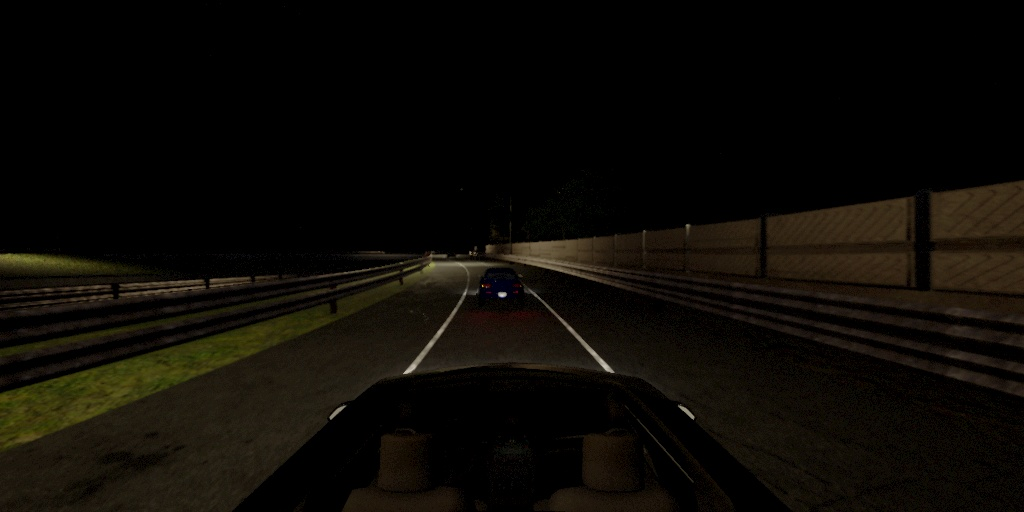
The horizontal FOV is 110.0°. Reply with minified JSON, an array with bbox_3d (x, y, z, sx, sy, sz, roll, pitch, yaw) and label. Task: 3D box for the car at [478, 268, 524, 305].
[{"bbox_3d":[-0.515,1.234,15.632,1.812,1.442,4.674,0,1,-4],"label":"car"}]
